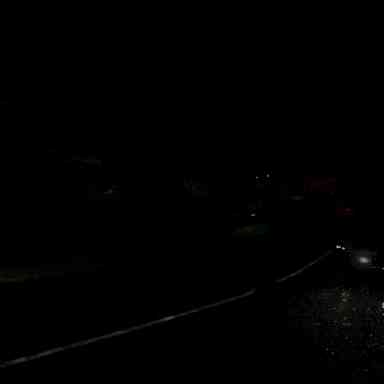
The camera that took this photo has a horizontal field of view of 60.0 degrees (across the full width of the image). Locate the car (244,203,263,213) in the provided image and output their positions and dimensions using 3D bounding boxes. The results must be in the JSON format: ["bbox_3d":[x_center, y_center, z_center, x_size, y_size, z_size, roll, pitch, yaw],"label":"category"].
[{"bbox_3d":[9.774,2.449,52.970,1.812,1.442,4.674,0,-1,-10],"label":"car"}]

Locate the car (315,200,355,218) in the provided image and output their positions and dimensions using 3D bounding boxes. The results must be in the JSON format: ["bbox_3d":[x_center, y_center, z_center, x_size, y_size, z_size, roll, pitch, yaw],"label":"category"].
[{"bbox_3d":[15.956,1.959,37.365,2.150,2.045,5.566,0,-1,-5],"label":"car"}]

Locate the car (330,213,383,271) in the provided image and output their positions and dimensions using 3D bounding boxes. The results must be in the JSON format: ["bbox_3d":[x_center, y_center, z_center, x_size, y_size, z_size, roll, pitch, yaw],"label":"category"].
[{"bbox_3d":[6.131,1.687,11.361,2.128,1.511,4.902,0,-1,33],"label":"car"}]
